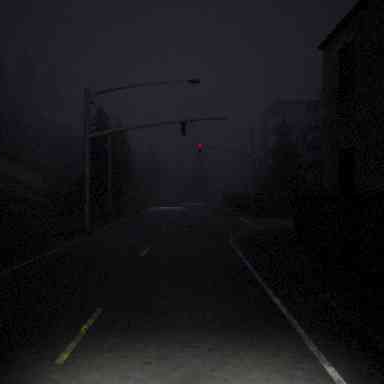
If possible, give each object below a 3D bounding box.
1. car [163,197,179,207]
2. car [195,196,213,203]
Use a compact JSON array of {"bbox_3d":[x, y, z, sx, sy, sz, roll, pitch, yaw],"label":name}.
[{"bbox_3d":[-3.124,1.494,50.379,1.812,1.442,4.674,0,0,7],"label":"car"},{"bbox_3d":[2.459,1.484,65.688,1.812,1.442,4.674,0,0,34],"label":"car"}]
